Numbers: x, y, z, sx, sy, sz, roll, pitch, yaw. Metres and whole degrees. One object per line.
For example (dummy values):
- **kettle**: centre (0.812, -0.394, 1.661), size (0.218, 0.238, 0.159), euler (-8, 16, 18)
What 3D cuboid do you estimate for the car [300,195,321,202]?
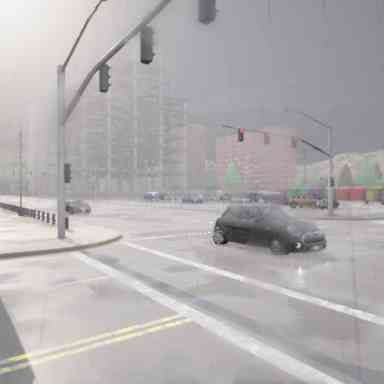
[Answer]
- **car**: centre (24.488, 1.332, 68.855), size (1.784, 1.438, 3.905), euler (0, 0, -35)

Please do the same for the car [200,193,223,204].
- **car**: centre (4.332, 1.371, 73.064), size (1.970, 1.475, 3.806), euler (0, 0, -35)

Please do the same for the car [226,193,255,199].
- **car**: centre (8.343, 1.374, 57.404), size (1.970, 1.475, 3.806), euler (0, 0, -35)

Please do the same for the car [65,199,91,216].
- **car**: centre (-11.660, 1.484, 33.418), size (2.128, 1.511, 4.902), euler (0, 0, -35)

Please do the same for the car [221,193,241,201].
- **car**: centre (8.857, 1.126, 76.326), size (1.932, 1.855, 4.605), euler (0, 0, -35)

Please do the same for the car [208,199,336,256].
- **car**: centre (2.932, 1.346, 13.304), size (2.097, 1.767, 4.553), euler (0, 0, -38)

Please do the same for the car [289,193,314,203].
- **car**: centre (22.086, 1.123, 67.235), size (1.932, 1.855, 4.605), euler (0, 0, -35)

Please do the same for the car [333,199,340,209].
- **car**: centre (16.221, 1.136, 41.581), size (1.905, 1.878, 3.866), euler (0, 0, -35)

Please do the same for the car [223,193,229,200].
- **car**: centre (6.696, 1.338, 74.735), size (1.784, 1.438, 3.905), euler (0, 0, -35)

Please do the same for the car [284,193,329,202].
- **car**: centre (13.826, 1.135, 39.954), size (1.932, 1.855, 4.605), euler (0, 0, -35)

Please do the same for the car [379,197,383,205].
- **car**: centre (32.220, 1.126, 52.943), size (1.905, 1.878, 3.866), euler (0, 0, -35)
